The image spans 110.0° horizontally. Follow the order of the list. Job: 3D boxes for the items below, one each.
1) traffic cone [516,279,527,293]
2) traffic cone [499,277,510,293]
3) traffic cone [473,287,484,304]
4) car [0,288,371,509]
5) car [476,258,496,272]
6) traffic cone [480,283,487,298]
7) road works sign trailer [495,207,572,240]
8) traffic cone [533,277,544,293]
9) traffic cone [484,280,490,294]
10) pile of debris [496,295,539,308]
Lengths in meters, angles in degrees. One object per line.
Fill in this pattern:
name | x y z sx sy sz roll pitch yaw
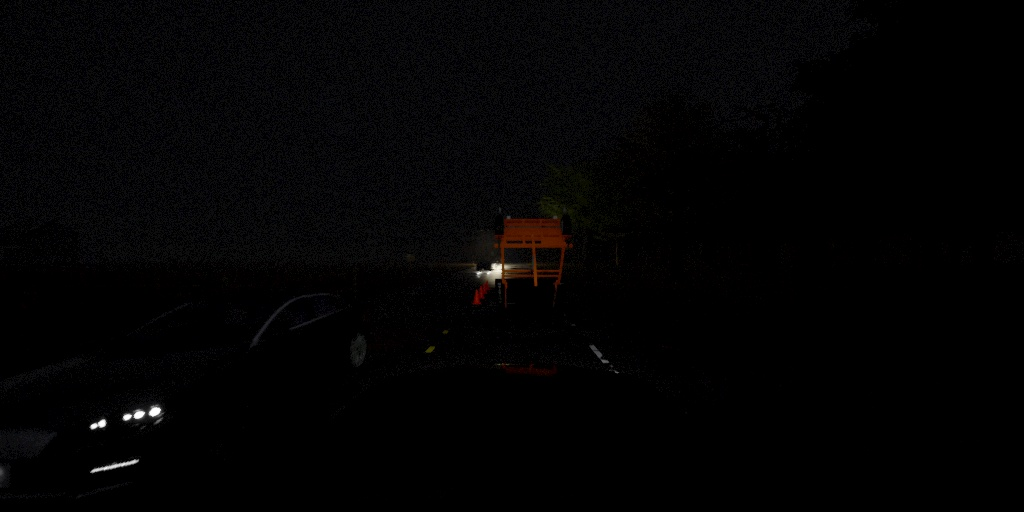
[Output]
traffic cone | 0.546 1.688 20.905 0.340 0.580 0.340 0 0 0
traffic cone | -0.453 1.688 20.906 0.340 0.580 0.340 0 0 0
traffic cone | -1.462 1.694 14.909 0.340 0.580 0.340 0 0 0
car | -3.592 1.239 4.898 2.128 1.511 4.902 0 0 0
car | -3.520 1.244 46.046 2.033 1.411 5.357 0 0 0
traffic cone | -1.459 1.692 16.908 0.340 0.580 0.340 0 0 0
road works sign trailer | 0.629 -2.366 10.118 2.380 3.560 2.880 0 0 0
traffic cone | 1.545 1.688 20.903 0.340 0.580 0.340 0 0 0
traffic cone | -1.455 1.690 18.909 0.340 0.580 0.340 0 0 0
pile of debris | 0.022 1.904 14.912 1.860 0.140 1.500 0 0 0
